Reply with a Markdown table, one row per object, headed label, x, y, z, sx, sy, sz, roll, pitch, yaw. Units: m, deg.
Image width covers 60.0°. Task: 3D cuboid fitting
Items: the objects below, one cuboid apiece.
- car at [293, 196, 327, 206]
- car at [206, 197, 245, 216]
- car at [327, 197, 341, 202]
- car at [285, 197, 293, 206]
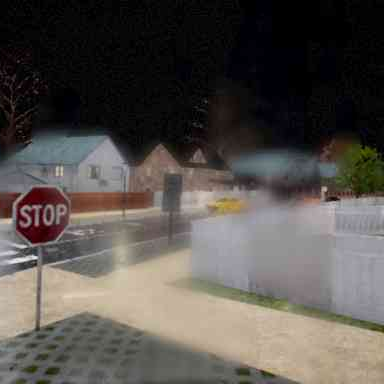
| label | x | y | z | sx | sy | sz | roll | pitch | yaw |
| --- | --- | --- | --- | --- | --- | --- | --- | --- | --- |
| car | 15.149 | 1.281 | 42.626 | 2.097 | 1.767 | 4.553 | 4 | 3 | 39 |
| car | 3.219 | 1.262 | 31.191 | 1.882 | 1.535 | 5.008 | 4 | 2 | 35 |
| car | 21.311 | 1.415 | 50.323 | 1.812 | 1.442 | 4.674 | 4 | 3 | 41 |
| car | 15.035 | 1.315 | 47.105 | 2.033 | 1.411 | 5.357 | 4 | 3 | 39 |
